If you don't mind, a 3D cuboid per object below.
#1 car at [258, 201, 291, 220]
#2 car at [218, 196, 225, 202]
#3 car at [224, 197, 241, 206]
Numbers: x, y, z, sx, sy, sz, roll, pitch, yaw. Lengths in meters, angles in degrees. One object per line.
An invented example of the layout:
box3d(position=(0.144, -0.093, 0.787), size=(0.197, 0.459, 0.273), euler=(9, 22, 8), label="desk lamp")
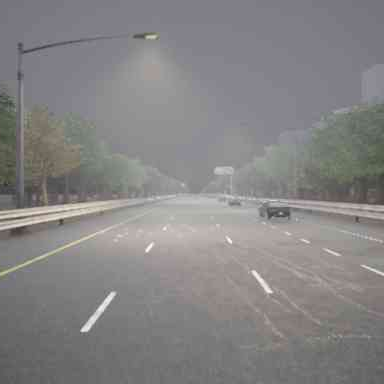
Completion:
box3d(position=(7.048, 1.553, 28.759), size=(1.882, 1.535, 5.008), euler=(0, 0, 0), label="car")
box3d(position=(7.377, 1.736, 82.363), size=(1.812, 1.442, 4.674), euler=(0, 0, 1), label="car")
box3d(position=(7.184, 1.740, 57.373), size=(1.895, 1.301, 4.718), euler=(0, 0, 0), label="car")
